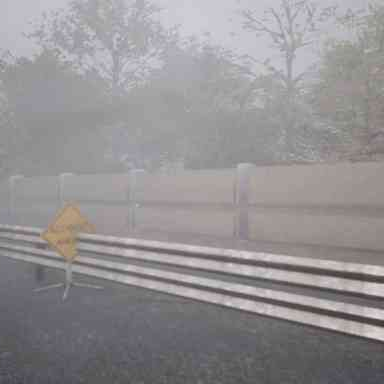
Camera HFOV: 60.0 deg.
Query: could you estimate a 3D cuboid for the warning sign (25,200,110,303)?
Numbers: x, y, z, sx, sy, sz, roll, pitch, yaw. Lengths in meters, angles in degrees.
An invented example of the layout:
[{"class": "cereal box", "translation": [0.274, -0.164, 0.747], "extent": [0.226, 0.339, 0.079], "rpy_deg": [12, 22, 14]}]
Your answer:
[{"class": "warning sign", "translation": [-2.587, 1.128, 7.001], "extent": [1.060, 1.860, 1.300], "rpy_deg": [0, 0, 35]}]
